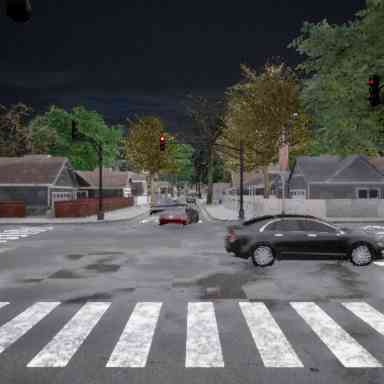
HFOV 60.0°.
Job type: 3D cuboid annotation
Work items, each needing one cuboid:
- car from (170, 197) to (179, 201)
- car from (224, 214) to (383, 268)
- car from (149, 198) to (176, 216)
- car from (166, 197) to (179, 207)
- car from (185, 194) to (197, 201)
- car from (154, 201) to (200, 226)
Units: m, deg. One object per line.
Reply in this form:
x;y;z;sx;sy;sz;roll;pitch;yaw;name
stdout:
-2.999;1.594;42.803;1.994;1.385;4.181;0;0;0;car
3.473;1.476;10.595;4.892;1.490;1.837;0;0;0;car
-3.021;1.567;32.915;2.033;1.411;5.357;0;0;0;car
-3.016;1.568;53.053;1.812;1.442;4.674;0;0;0;car
-0.177;1.560;61.389;1.837;1.490;4.892;0;0;0;car
-0.824;1.572;23.417;1.994;1.385;4.181;0;0;15;car
